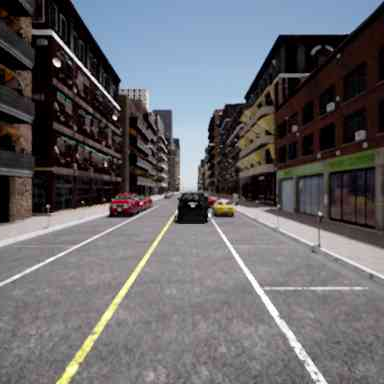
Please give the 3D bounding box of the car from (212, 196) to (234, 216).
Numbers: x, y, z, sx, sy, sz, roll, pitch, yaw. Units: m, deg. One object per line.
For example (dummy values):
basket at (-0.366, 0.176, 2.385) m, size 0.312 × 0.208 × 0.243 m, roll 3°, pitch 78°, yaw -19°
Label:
car at (2.670, 1.277, 28.939) m, size 1.752 × 1.417 × 4.829 m, roll 0°, pitch 0°, yaw 0°

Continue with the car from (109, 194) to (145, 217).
car at (-5.710, 1.070, 28.765) m, size 2.192 × 1.841 × 5.009 m, roll 0°, pitch 0°, yaw 0°

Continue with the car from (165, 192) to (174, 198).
car at (-5.757, 0.816, 85.127) m, size 2.008 × 1.369 × 4.403 m, roll 0°, pitch 1°, yaw 0°

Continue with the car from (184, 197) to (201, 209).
car at (0.069, 1.254, 40.470) m, size 1.895 × 1.301 × 4.718 m, roll 0°, pitch 0°, yaw 0°

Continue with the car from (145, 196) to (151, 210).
car at (-5.715, 1.146, 34.401) m, size 1.967 × 1.590 × 4.097 m, roll 0°, pitch 0°, yaw 0°

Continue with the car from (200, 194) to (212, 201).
car at (2.643, 1.012, 62.585) m, size 2.008 × 1.369 × 4.403 m, roll 0°, pitch 0°, yaw 0°

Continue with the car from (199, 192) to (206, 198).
car at (2.625, 0.787, 85.299) m, size 1.752 × 1.417 × 4.829 m, roll 0°, pitch 1°, yaw 0°

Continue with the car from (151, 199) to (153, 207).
car at (-5.720, 1.202, 40.039) m, size 1.887 × 1.381 × 4.507 m, roll 0°, pitch 0°, yaw 0°

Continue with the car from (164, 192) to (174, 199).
car at (-5.752, 0.866, 79.490) m, size 2.008 × 1.369 × 4.403 m, roll 0°, pitch 1°, yaw 0°

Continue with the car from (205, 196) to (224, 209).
car at (2.660, 1.201, 40.041) m, size 1.887 × 1.381 × 4.507 m, roll 0°, pitch 0°, yaw 0°

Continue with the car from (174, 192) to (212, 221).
car at (0.079, 1.007, 24.983) m, size 2.150 × 2.045 × 5.566 m, roll 0°, pitch 0°, yaw 0°

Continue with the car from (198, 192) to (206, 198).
car at (2.620, 0.780, 90.765) m, size 1.947 × 1.339 × 4.313 m, roll 0°, pitch 1°, yaw 0°
